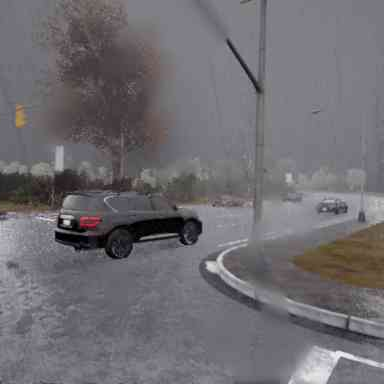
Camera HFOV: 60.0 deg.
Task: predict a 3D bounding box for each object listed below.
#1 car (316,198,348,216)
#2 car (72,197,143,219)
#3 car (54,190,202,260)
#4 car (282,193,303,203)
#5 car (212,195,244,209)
[{"bbox_3d":[12.697,1.292,30.106,1.812,1.442,4.674,2,1,38],"label":"car"},{"bbox_3d":[-5.921,1.049,23.748,1.895,1.301,4.718,2,1,39],"label":"car"},{"bbox_3d":[-1.953,0.979,11.730,2.150,2.045,5.566,2,1,39],"label":"car"},{"bbox_3d":[15.706,0.939,51.681,2.033,1.411,5.357,2,2,35],"label":"car"},{"bbox_3d":[3.957,1.014,36.155,1.994,1.385,4.181,2,1,38],"label":"car"}]
